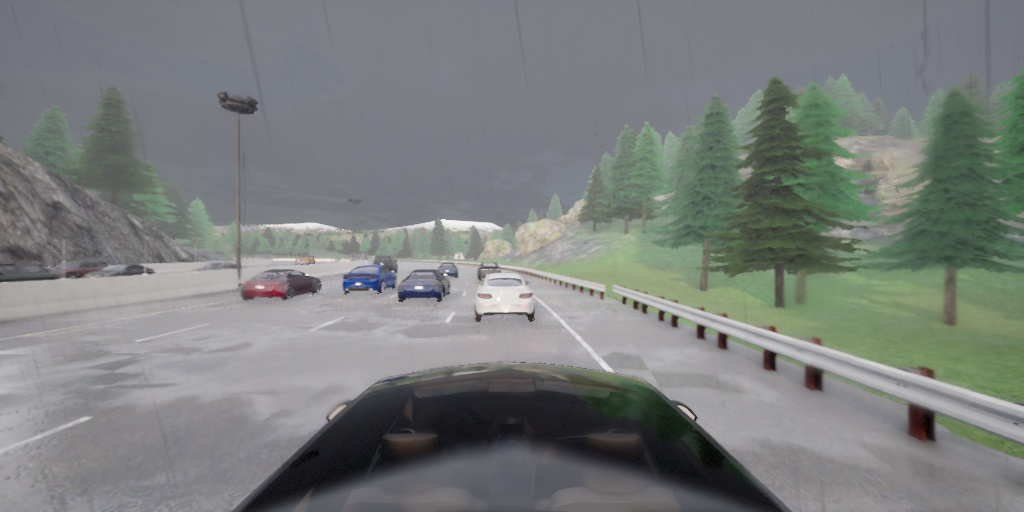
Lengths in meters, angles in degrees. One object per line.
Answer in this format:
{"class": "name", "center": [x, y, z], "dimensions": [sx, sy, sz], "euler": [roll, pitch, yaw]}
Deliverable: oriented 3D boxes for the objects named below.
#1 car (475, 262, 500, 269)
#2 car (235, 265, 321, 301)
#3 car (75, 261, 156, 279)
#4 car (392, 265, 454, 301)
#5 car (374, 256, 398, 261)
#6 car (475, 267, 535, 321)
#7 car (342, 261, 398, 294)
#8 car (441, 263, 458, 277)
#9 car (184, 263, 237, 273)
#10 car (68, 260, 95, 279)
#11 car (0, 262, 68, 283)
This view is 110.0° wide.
{"class": "car", "center": [-1.965, 1.247, 29.951], "dimensions": [2.128, 1.511, 4.902], "euler": [0, 0, -8]}
{"class": "car", "center": [-11.175, 1.338, 17.682], "dimensions": [1.994, 1.385, 4.181], "euler": [0, 0, -5]}
{"class": "car", "center": [-30.096, 1.338, 27.744], "dimensions": [1.812, 1.442, 4.674], "euler": [0, 0, -9]}
{"class": "car", "center": [-4.124, 1.323, 17.329], "dimensions": [1.994, 1.385, 4.181], "euler": [0, 0, -4]}
{"class": "car", "center": [-14.455, 1.003, 41.045], "dimensions": [2.150, 2.045, 5.566], "euler": [0, 0, -11]}
{"class": "car", "center": [-0.283, 1.277, 12.341], "dimensions": [1.812, 1.442, 4.674], "euler": [0, 0, -3]}
{"class": "car", "center": [-7.893, 1.245, 20.334], "dimensions": [1.882, 1.535, 5.008], "euler": [0, 0, -5]}
{"class": "car", "center": [-6.209, 1.329, 34.622], "dimensions": [1.994, 1.385, 4.181], "euler": [0, 0, -9]}
{"class": "car", "center": [-23.059, 1.290, 27.824], "dimensions": [2.128, 1.511, 4.902], "euler": [0, 0, -8]}
{"class": "car", "center": [-33.630, 1.172, 27.667], "dimensions": [2.097, 1.767, 4.553], "euler": [0, 0, -9]}
{"class": "car", "center": [-25.393, 1.155, 17.368], "dimensions": [2.097, 1.767, 4.553], "euler": [0, 0, -5]}
